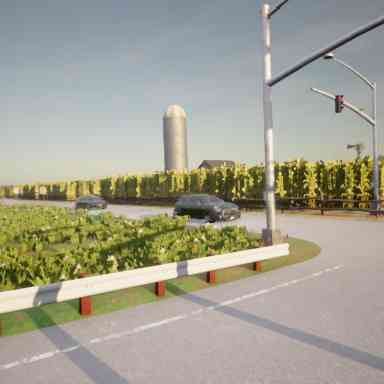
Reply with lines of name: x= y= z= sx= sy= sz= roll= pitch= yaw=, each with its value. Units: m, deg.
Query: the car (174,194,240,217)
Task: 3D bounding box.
car: x=0.836 y=0.924 z=20.692 sx=2.097 sy=1.767 sz=4.553 roll=-3 pitch=2 yaw=-40

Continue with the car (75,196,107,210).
car: x=-10.370 y=1.144 z=33.935 sx=1.837 sy=1.490 sz=4.892 roll=-3 pitch=2 yaw=-40
